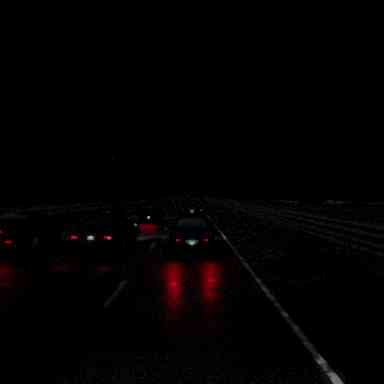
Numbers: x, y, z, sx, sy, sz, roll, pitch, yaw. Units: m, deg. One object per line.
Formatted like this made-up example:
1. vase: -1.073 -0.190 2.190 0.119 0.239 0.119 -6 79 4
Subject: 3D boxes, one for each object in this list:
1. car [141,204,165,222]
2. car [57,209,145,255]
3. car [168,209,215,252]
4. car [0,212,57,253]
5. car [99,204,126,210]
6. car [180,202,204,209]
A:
1. car: -3.500 1.803 29.297 1.837 1.490 4.892 0 0 0
2. car: -3.495 1.674 13.987 2.033 1.411 5.357 1 -1 0
3. car: 0.003 1.668 14.390 1.812 1.442 4.674 0 0 0
4. car: -6.993 1.629 14.300 1.837 1.490 4.892 0 -1 0
5. car: -7.001 1.803 29.285 1.837 1.490 4.892 0 0 0
6. car: -0.003 1.643 29.070 2.097 1.767 4.553 0 -1 0
